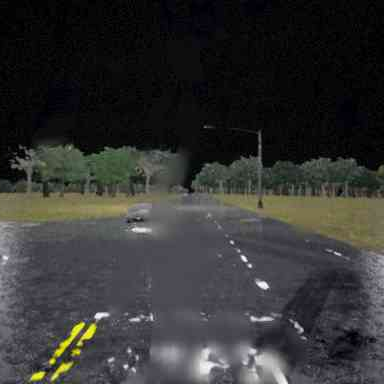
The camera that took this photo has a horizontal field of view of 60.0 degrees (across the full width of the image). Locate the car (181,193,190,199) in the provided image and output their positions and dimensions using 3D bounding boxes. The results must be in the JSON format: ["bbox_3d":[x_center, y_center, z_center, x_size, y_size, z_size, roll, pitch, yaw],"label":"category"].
[{"bbox_3d":[-1.821,1.086,93.649,1.837,1.490,4.892,0,0,7],"label":"car"}]

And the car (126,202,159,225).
[{"bbox_3d":[-3.496,1.489,24.082,1.837,1.490,4.892,0,0,0],"label":"car"}]
